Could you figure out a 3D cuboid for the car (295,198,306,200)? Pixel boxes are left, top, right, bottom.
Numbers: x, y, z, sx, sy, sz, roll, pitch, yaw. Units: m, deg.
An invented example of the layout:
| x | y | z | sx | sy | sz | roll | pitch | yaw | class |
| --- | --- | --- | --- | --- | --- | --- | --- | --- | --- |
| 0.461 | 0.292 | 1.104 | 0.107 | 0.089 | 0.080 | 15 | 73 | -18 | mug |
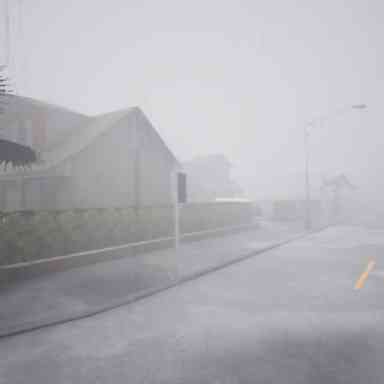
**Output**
| x | y | z | sx | sy | sz | roll | pitch | yaw | class |
| --- | --- | --- | --- | --- | --- | --- | --- | --- | --- |
| 21.139 | 2.115 | 66.118 | 3.866 | 1.878 | 1.905 | -1 | -1 | -21 | car |
